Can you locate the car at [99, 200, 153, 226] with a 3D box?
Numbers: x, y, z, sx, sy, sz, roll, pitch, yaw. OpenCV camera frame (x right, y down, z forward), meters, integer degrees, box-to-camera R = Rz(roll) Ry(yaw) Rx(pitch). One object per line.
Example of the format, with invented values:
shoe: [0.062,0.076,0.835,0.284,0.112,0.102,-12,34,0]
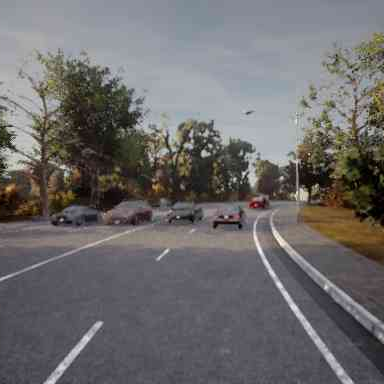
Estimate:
car: [-4.383,1.380,23.697,2.097,1.767,4.553,0,0,12]

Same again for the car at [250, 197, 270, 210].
car: [8.368,1.379,41.140,1.882,1.535,5.008,-1,0,22]

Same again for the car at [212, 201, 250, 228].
car: [2.528,1.513,21.999,2.033,1.411,5.357,-1,0,12]

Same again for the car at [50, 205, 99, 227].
car: [-8.017,1.619,23.368,1.994,1.385,4.181,0,0,12]

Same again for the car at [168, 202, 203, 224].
car: [-0.404,1.486,24.702,2.128,1.511,4.902,-1,0,12]
